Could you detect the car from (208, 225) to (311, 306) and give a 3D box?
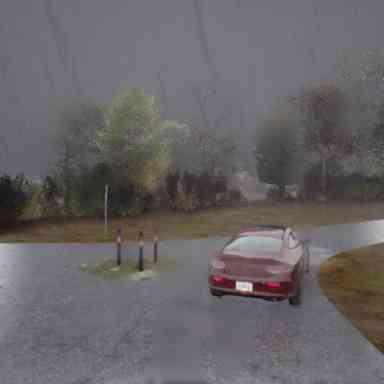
[{"bbox_3d":[1.804,1.524,8.091,1.812,1.442,4.674,0,0,22],"label":"car"}]
